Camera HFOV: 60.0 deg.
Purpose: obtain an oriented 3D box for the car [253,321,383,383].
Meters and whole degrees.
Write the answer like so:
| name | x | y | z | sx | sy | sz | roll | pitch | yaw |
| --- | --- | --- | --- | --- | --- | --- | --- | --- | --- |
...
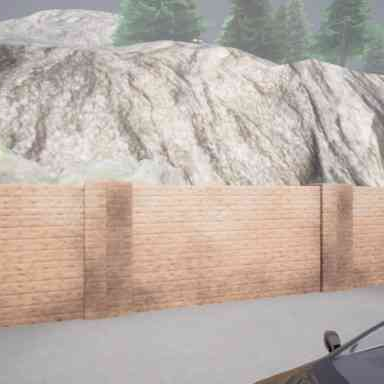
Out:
| name | x | y | z | sx | sy | sz | roll | pitch | yaw |
| --- | --- | --- | --- | --- | --- | --- | --- | --- | --- |
| car | 2.083 | 1.492 | 1.955 | 4.902 | 1.511 | 2.128 | 0 | 0 | -19 |
